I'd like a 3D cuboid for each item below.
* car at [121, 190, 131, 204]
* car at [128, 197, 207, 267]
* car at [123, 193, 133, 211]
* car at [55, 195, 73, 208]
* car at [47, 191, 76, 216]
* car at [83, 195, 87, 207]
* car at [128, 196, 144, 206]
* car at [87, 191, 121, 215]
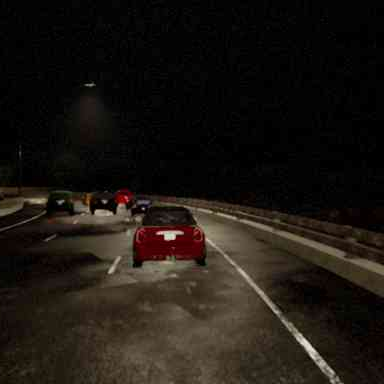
[{"bbox_3d":[-9.213,0.813,43.501,2.150,2.045,5.566,-1,1,-24],"label":"car"},{"bbox_3d":[-0.839,1.237,11.209,2.097,1.767,4.553,0,1,-6],"label":"car"},{"bbox_3d":[-5.383,1.181,33.333,1.837,1.490,4.892,0,1,-21],"label":"car"},{"bbox_3d":[-16.273,1.141,42.132,1.837,1.490,4.892,-1,1,-24],"label":"car"},{"bbox_3d":[-11.419,0.970,29.153,2.150,2.045,5.566,0,1,-19],"label":"car"},{"bbox_3d":[-13.364,1.077,44.229,1.882,1.535,5.008,-1,1,-24],"label":"car"},{"bbox_3d":[-4.166,1.285,28.459,1.994,1.385,4.181,0,1,-9],"label":"car"},{"bbox_3d":[-8.185,0.941,30.550,2.150,2.045,5.566,0,1,-19],"label":"car"}]
